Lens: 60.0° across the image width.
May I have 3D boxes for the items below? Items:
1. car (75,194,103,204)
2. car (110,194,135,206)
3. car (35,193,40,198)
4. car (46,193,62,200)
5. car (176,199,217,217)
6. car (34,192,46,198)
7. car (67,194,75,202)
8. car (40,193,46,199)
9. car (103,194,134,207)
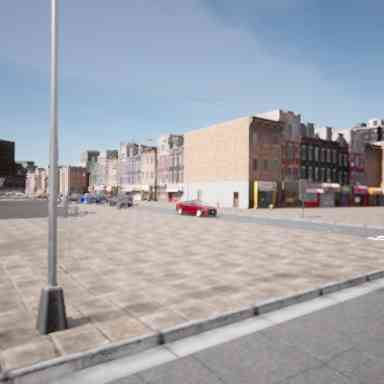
[{"bbox_3d":[-15.627,1.024,50.365,1.882,1.535,5.008,1,0,-35],"label":"car"},{"bbox_3d":[-10.028,1.122,47.762,1.837,1.490,4.892,1,0,-35],"label":"car"},{"bbox_3d":[-34.525,0.869,77.715,1.887,1.381,4.507,1,0,-35],"label":"car"},{"bbox_3d":[-28.175,0.941,68.747,2.008,1.369,4.403,1,0,-35],"label":"car"},{"bbox_3d":[0.397,1.344,28.396,1.887,1.381,4.507,1,0,-35],"label":"car"},{"bbox_3d":[-37.601,0.820,82.060,1.752,1.417,4.829,1,0,-35],"label":"car"},{"bbox_3d":[-19.680,1.017,56.073,1.812,1.442,4.674,1,0,-35],"label":"car"},{"bbox_3d":[-31.350,0.901,73.231,1.887,1.381,4.507,1,0,-35],"label":"car"},{"bbox_3d":[-9.127,1.206,41.846,1.947,1.339,4.313,1,0,-35],"label":"car"}]
